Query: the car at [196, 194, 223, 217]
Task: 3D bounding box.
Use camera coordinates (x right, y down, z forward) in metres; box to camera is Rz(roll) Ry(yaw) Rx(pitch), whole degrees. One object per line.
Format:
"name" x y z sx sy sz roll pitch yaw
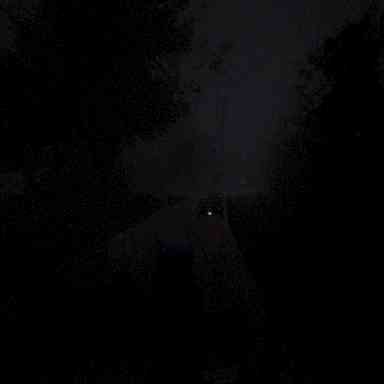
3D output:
"car" 1.396 1.098 25.017 1.895 1.301 4.718 0 2 5

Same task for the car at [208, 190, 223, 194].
"car" 2.968 0.411 42.229 1.895 1.301 4.718 0 2 5
